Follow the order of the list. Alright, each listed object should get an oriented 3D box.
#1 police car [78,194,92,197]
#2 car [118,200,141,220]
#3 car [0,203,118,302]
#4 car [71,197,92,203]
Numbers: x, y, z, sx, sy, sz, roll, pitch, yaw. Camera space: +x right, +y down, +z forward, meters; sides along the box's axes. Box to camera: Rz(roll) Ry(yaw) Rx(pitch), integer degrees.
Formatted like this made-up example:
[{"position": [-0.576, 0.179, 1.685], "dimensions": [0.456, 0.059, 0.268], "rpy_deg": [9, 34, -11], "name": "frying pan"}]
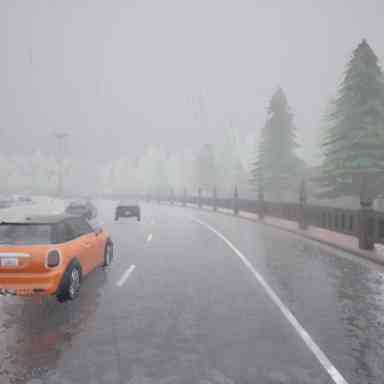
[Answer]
[{"position": [-26.341, 1.196, 81.732], "dimensions": [1.930, 1.638, 5.238], "rpy_deg": [0, 0, -41], "name": "police car"}, {"position": [-5.217, 1.401, 27.262], "dimensions": [1.882, 1.535, 5.008], "rpy_deg": [0, 0, -10], "name": "car"}, {"position": [-3.455, 1.328, 8.372], "dimensions": [2.097, 1.767, 4.553], "rpy_deg": [0, 0, -1], "name": "car"}, {"position": [-8.495, 1.419, 25.682], "dimensions": [2.128, 1.511, 4.902], "rpy_deg": [0, 0, -9], "name": "car"}]
